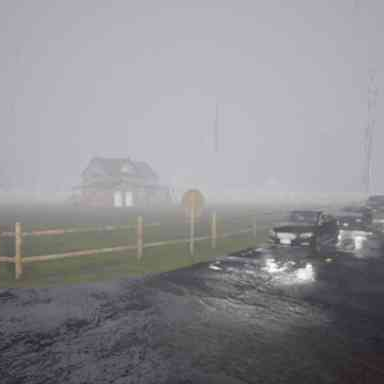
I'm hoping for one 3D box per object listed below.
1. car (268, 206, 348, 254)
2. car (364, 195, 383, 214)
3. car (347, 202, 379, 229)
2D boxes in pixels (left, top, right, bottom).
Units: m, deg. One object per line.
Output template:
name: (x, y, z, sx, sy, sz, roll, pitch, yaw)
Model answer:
car: (4.828, 1.535, 14.049, 2.128, 1.511, 4.902, 0, 0, 36)
car: (18.451, 1.358, 32.802, 2.150, 2.045, 5.566, 0, 0, 36)
car: (10.979, 1.631, 22.526, 2.033, 1.411, 5.357, 0, 0, 36)
